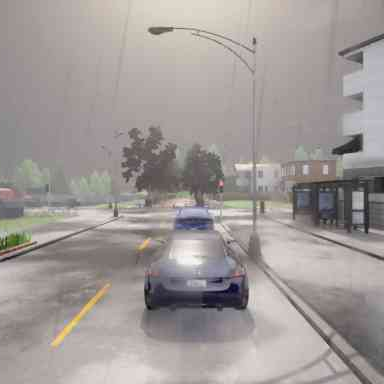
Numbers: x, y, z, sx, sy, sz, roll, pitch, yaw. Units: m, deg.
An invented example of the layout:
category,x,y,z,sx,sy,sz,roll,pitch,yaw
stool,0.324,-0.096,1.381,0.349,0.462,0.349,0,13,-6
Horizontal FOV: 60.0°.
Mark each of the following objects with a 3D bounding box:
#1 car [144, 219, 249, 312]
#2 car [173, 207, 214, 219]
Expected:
category,x,y,z,sx,sy,sz,roll,pitch,yaw
car,0.090,1.564,7.808,1.994,1.385,4.181,0,0,0
car,0.080,1.478,16.791,1.882,1.535,5.008,0,0,0
